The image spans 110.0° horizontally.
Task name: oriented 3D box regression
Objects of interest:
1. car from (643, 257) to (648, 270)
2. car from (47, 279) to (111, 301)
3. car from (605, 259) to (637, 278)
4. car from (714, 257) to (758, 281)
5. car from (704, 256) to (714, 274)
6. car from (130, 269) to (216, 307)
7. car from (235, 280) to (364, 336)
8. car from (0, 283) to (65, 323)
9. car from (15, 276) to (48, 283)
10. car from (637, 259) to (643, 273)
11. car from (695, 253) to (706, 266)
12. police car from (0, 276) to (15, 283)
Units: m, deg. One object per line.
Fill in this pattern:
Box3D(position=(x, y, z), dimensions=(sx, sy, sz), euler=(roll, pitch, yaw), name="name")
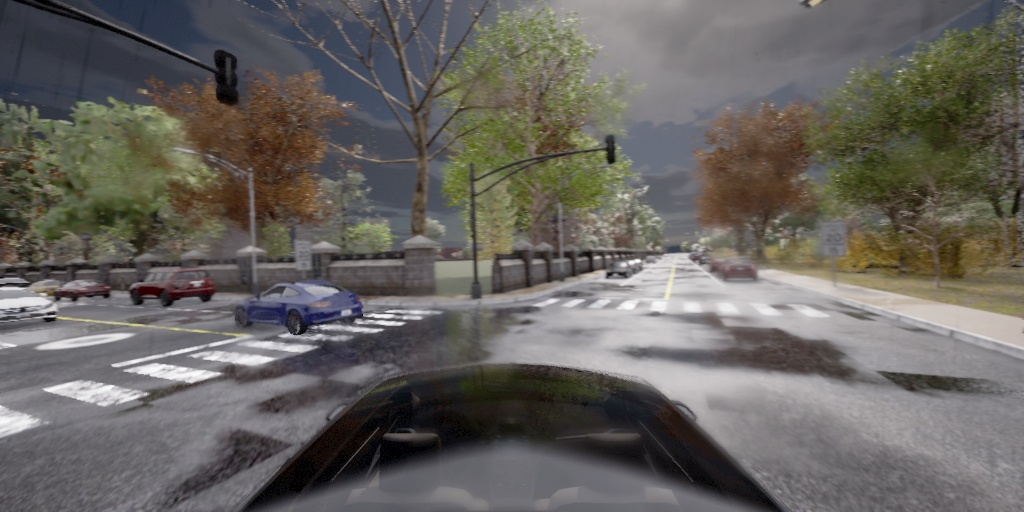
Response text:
Box3D(position=(13.754, 0.965, 40.280), dimensions=(1.948, 1.339, 4.313), euler=(0, 0, 25), name="car")
Box3D(position=(-28.566, 2.248, 23.905), dimensions=(4.207, 1.307, 1.802), euler=(0, 0, 24), name="car")
Box3D(position=(8.994, 1.091, 29.948), dimensions=(1.948, 1.339, 4.313), euler=(0, 0, 25), name="car")
Box3D(position=(14.939, 0.776, 23.888), dimensions=(1.967, 1.591, 4.097), euler=(0, 0, 25), name="car")
Box3D(position=(18.528, 0.786, 31.813), dimensions=(1.888, 1.381, 4.507), euler=(0, 0, 25), name="car")
Box3D(position=(-18.274, 1.640, 19.374), dimensions=(5.009, 1.841, 2.192), euler=(0, 0, 24), name="car")
Box3D(position=(-6.686, 1.497, 11.244), dimensions=(4.674, 1.442, 1.812), euler=(-2, 0, 29), name="car")
Box3D(position=(-19.987, 1.965, 14.037), dimensions=(4.674, 1.442, 1.812), euler=(-2, 1, 24), name="car")
Box3D(position=(-33.868, 2.361, 26.240), dimensions=(4.829, 1.417, 1.751), euler=(0, 0, 24), name="car")
Box3D(position=(11.375, 1.028, 35.113), dimensions=(1.948, 1.339, 4.313), euler=(0, 0, 25), name="car")
Box3D(position=(25.665, 0.619, 47.313), dimensions=(1.948, 1.339, 4.313), euler=(0, 0, 25), name="car")
Box3D(position=(-43.467, 2.581, 30.772), dimensions=(5.238, 1.638, 1.930), euler=(-2, 1, 24), name="police car")
